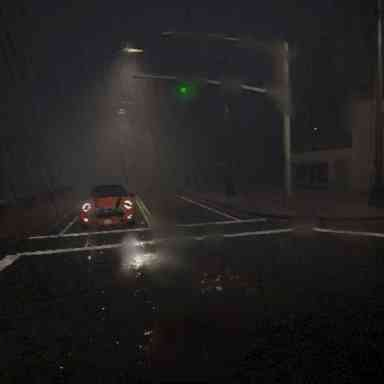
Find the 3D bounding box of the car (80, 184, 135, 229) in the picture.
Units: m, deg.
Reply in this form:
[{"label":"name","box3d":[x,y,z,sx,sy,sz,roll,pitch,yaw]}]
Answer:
[{"label":"car","box3d":[-3.696,0.456,14.839,2.097,1.767,4.553,-3,3,-12]}]
